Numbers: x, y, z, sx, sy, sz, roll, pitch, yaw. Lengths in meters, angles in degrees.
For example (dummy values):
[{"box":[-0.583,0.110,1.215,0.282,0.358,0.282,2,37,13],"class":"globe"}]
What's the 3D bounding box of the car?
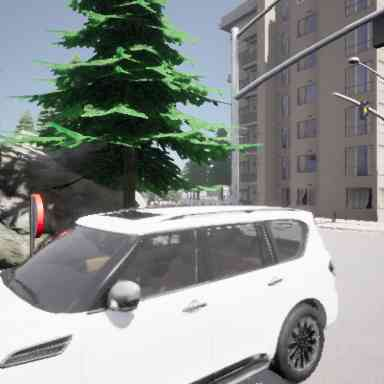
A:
[{"box":[-0.523,1.221,3.832,5.566,2.045,2.150,0,0,-38],"class":"car"}]
